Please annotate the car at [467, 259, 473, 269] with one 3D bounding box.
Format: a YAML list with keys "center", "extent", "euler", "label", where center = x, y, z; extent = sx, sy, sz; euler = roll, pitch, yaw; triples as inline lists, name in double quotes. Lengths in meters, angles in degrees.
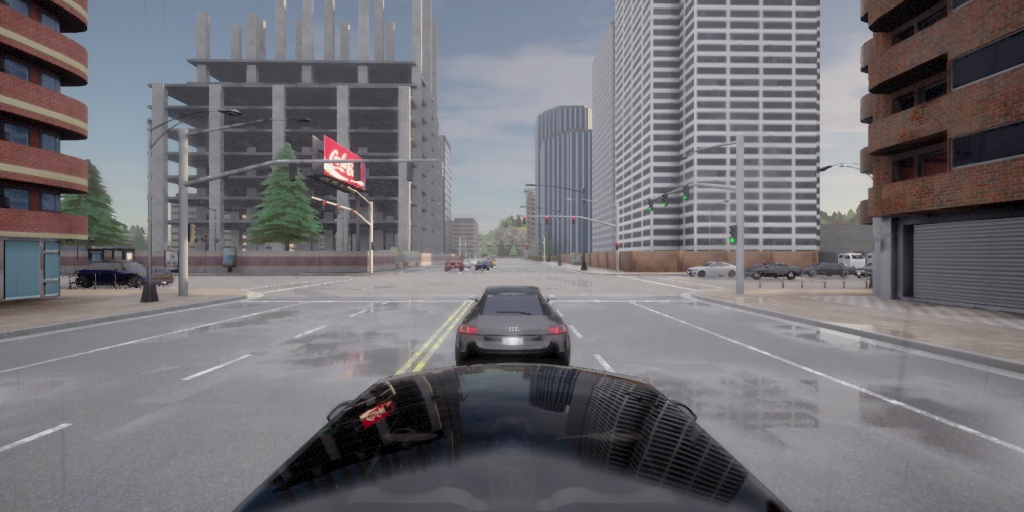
- center: [-7.617, 1.276, 57.272]
  extent: [1.812, 1.442, 4.674]
  euler: [0, 0, 0]
  label: "car"

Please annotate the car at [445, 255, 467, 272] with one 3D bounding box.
- center: [-7.568, 0.971, 47.595]
  extent: [2.150, 2.045, 5.566]
  euler: [0, 0, -4]
  label: "car"

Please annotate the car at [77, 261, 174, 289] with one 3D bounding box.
- center: [-24.345, 1.102, 22.725]
  extent: [4.553, 1.767, 2.097]
  euler: [0, 0, -1]
  label: "car"

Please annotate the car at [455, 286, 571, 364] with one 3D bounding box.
- center: [0.010, 1.314, 7.664]
  extent: [1.994, 1.385, 4.181]
  euler: [0, 0, 0]
  label: "car"

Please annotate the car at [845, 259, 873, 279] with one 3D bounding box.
- center: [32.221, 1.242, 30.755]
  extent: [4.902, 1.511, 2.128]
  euler: [0, 0, -1]
  label: "car"

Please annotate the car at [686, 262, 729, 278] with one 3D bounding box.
- center: [19.082, 1.276, 34.055]
  extent: [4.674, 1.442, 1.812]
  euler: [0, 0, -1]
  label: "car"

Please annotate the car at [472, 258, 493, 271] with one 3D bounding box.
- center: [-4.058, 1.351, 50.046]
  extent: [1.895, 1.301, 4.718]
  euler: [0, 0, -1]
  label: "car"

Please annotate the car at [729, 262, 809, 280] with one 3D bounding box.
- center: [21.847, 1.241, 30.615]
  extent: [4.902, 1.511, 2.128]
  euler: [0, 0, -1]
  label: "car"

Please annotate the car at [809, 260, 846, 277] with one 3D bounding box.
- center: [29.664, 1.297, 34.226]
  extent: [5.357, 1.411, 2.033]
  euler: [0, 0, -1]
  label: "car"

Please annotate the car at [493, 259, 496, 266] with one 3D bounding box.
- center: [-4.135, 1.314, 59.971]
  extent: [1.994, 1.385, 4.181]
  euler: [0, 0, 0]
  label: "car"
